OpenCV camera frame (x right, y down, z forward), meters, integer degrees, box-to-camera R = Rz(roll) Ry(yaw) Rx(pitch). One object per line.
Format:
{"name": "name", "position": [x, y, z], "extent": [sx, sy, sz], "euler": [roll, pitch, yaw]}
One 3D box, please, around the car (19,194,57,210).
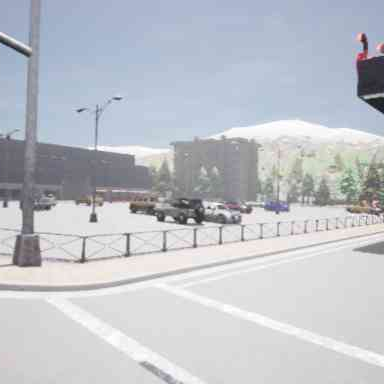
{"name": "car", "position": [-16.082, 1.104, 34.007], "extent": [4.514, 1.523, 2.007], "euler": [1, -1, 44]}

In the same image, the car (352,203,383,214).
{"name": "car", "position": [28.133, 2.623, 52.710], "extent": [4.514, 1.523, 2.007], "euler": [1, -1, 44]}

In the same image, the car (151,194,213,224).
{"name": "car", "position": [-0.779, 1.274, 24.064], "extent": [3.866, 1.878, 1.905], "euler": [1, -1, 44]}

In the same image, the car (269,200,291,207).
{"name": "car", "position": [21.997, 2.820, 83.242], "extent": [4.892, 1.490, 1.837], "euler": [1, -1, 44]}

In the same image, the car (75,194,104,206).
{"name": "car", "position": [-14.258, 1.105, 46.363], "extent": [5.027, 1.636, 2.152], "euler": [1, -1, 44]}

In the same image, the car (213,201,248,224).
{"name": "car", "position": [1.979, 1.656, 26.001], "extent": [3.806, 1.475, 1.970], "euler": [1, -1, 44]}

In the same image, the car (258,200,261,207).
{"name": "car", "position": [12.779, 2.282, 63.644], "extent": [3.806, 1.475, 1.970], "euler": [1, -1, 44]}

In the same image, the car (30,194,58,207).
{"name": "car", "position": [-18.531, 1.019, 41.564], "extent": [3.806, 1.475, 1.970], "euler": [1, -1, 44]}

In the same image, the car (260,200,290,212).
{"name": "car", "position": [12.197, 2.081, 47.387], "extent": [3.633, 1.501, 1.845], "euler": [1, -1, 44]}

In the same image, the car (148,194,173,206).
{"name": "car", "position": [-5.282, 1.367, 55.477], "extent": [3.866, 1.878, 1.905], "euler": [1, -1, 44]}

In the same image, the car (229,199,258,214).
{"name": "car", "position": [5.159, 1.794, 40.299], "extent": [4.514, 1.523, 2.007], "euler": [1, -1, 44]}

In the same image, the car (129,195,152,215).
{"name": "car", "position": [-4.078, 1.252, 31.927], "extent": [4.605, 1.855, 1.932], "euler": [1, -1, 44]}

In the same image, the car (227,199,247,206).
{"name": "car", "position": [9.585, 2.228, 70.975], "extent": [3.633, 1.501, 1.845], "euler": [1, -1, 44]}

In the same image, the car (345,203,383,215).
{"name": "car", "position": [25.970, 2.532, 50.439], "extent": [5.027, 1.636, 2.152], "euler": [1, -1, 44]}

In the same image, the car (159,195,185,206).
{"name": "car", "position": [-3.539, 1.458, 57.836], "extent": [4.605, 1.855, 1.932], "euler": [1, -1, 44]}
